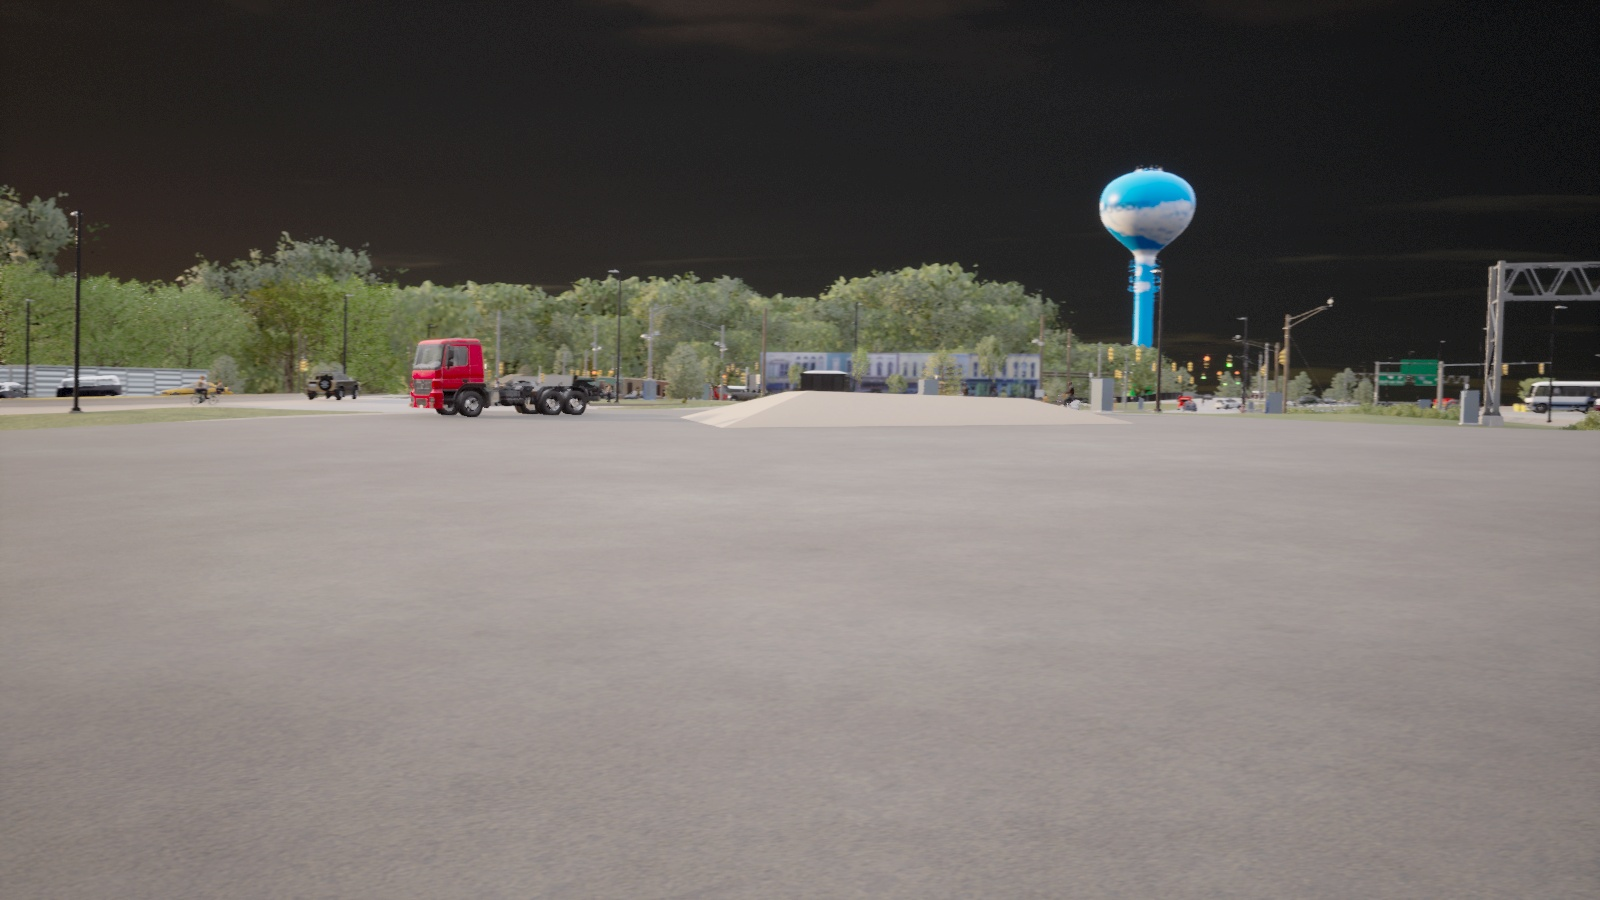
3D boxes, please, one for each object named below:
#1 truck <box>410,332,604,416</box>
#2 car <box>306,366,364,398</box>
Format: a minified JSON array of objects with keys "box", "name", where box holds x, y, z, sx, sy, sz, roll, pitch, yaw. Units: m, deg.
[{"box":[-12.961,-3.351,55.952,7.936,3.462,2.891,-2,4,-39],"name":"truck"},{"box":[-28.662,-4.235,77.531,1.932,1.855,4.605,1,4,-1],"name":"car"}]
